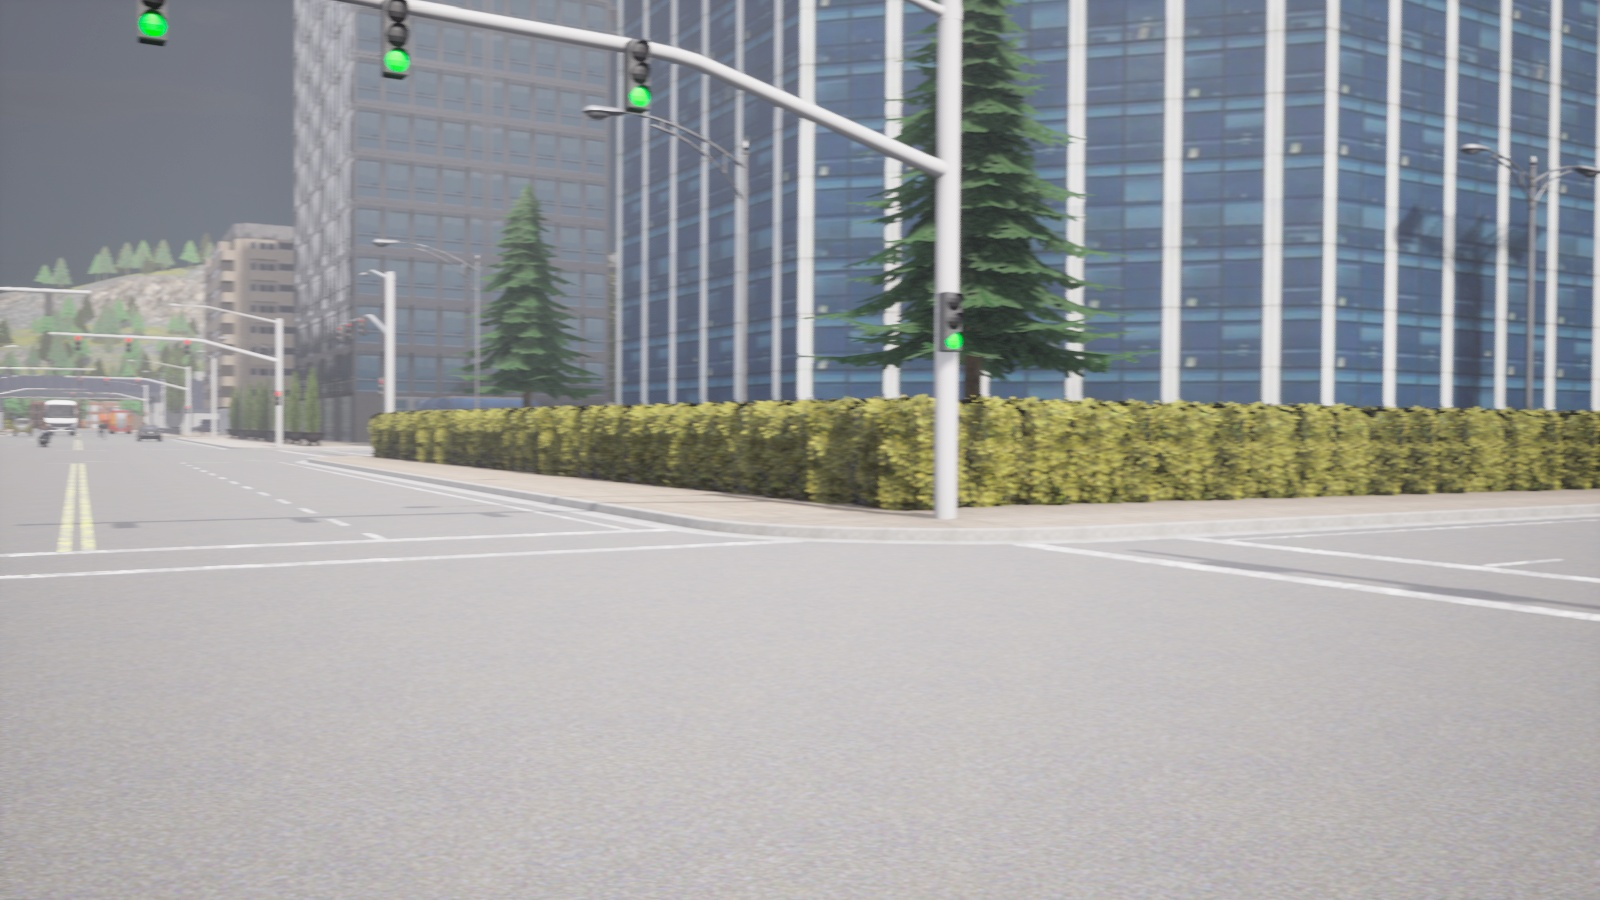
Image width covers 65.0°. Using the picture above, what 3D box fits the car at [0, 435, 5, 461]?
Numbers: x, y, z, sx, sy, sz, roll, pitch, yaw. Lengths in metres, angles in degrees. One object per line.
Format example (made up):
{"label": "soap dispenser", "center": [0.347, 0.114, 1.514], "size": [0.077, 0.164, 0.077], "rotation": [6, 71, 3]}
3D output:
{"label": "car", "center": [-50.440, -0.128, 77.762], "size": [1.851, 1.617, 3.988], "rotation": [-1, 1, -30]}
